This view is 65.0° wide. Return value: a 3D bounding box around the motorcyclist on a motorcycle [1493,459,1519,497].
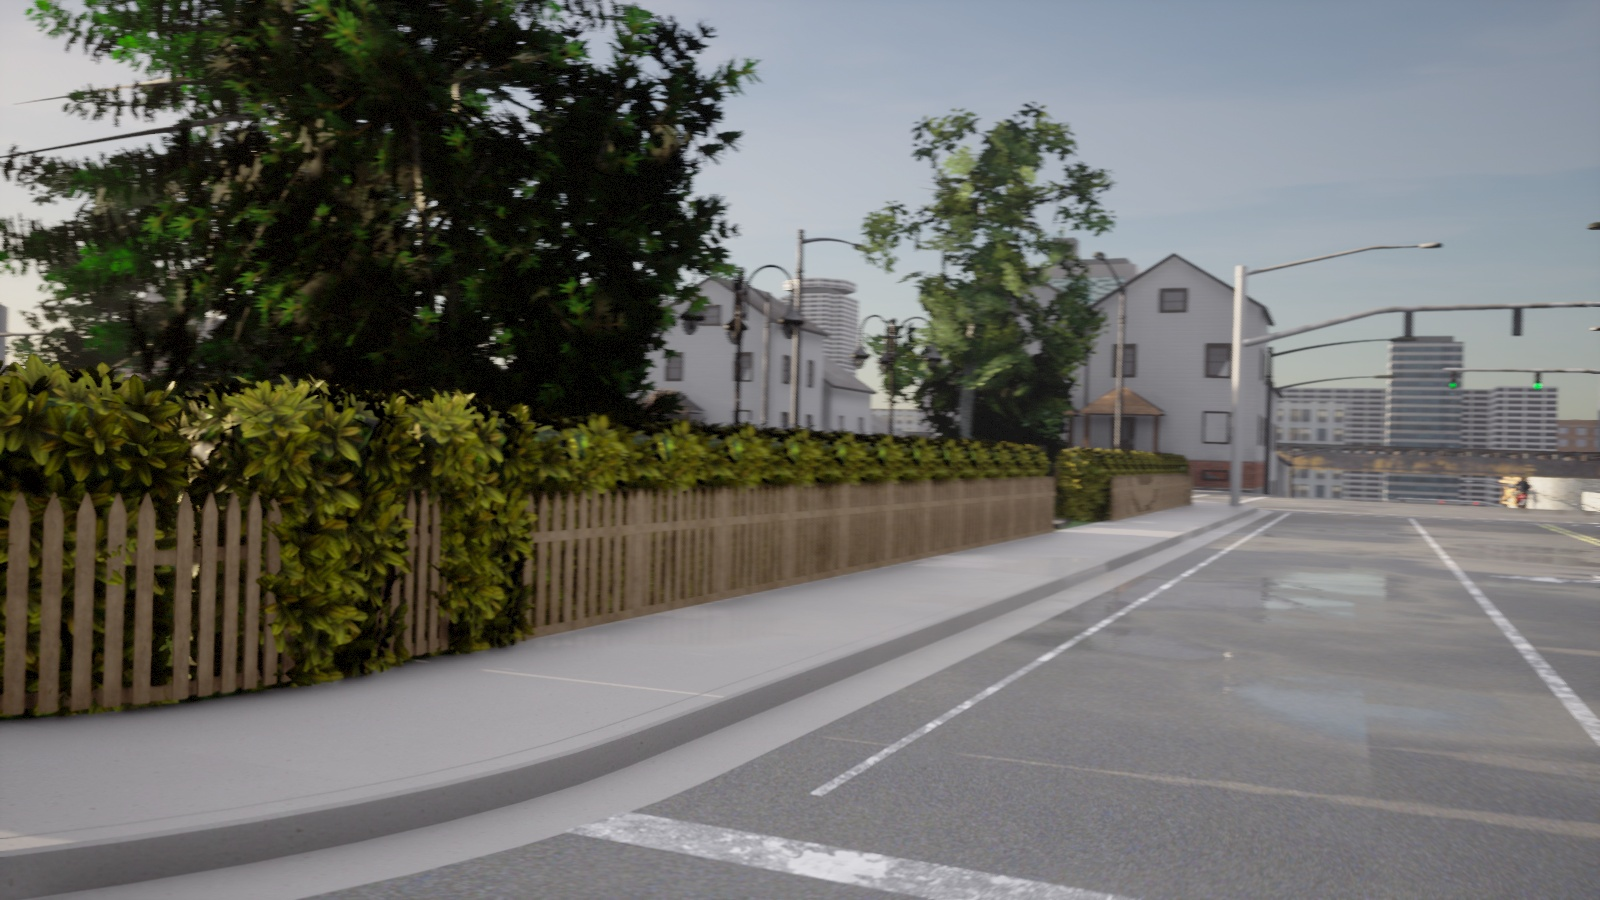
[{"bbox_3d":[32.458,1.294,57.766,0.866,1.590,1.817,1,-6,24],"label":"motorcyclist on a motorcycle"}]
